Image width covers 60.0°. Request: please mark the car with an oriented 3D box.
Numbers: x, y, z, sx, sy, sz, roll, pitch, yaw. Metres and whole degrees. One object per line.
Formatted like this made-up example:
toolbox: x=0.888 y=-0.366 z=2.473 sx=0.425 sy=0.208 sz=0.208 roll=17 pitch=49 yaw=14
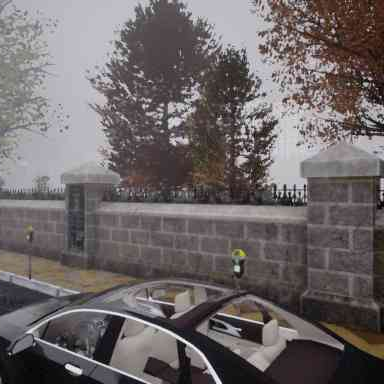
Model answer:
car: x=-0.428 y=1.551 z=3.183 sx=4.403 sy=1.369 sz=2.008 roll=0 pitch=0 yaw=36
